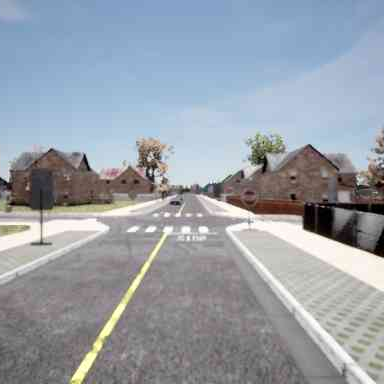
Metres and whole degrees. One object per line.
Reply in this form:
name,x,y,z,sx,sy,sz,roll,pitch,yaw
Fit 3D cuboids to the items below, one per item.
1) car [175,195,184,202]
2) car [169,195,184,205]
car,-2.746,1.400,72.247,1.837,1.490,4.892,0,0,0
car,-2.778,1.482,56.794,2.033,1.411,5.357,0,0,1
